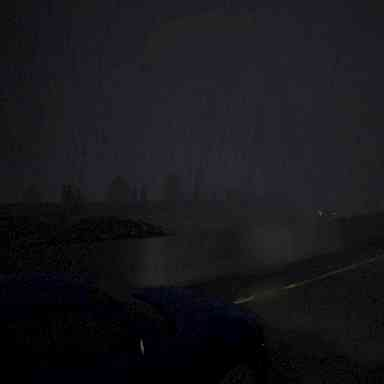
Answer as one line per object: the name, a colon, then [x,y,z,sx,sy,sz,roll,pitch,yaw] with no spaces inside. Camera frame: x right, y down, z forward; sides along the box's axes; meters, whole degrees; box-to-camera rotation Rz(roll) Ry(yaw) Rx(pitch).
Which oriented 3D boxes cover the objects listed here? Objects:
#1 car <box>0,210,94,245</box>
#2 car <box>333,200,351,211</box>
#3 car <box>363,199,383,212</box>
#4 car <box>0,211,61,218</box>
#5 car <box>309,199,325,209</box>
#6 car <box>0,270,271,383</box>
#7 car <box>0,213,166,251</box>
car: [-7.395,1.632,16.100,4.718,1.301,1.895,0,0,-38]
car: [19.266,1.722,42.679,1.895,1.301,4.718,0,0,28]
car: [22.752,1.614,41.891,2.128,1.511,4.902,0,0,27]
car: [-6.945,1.548,12.113,4.674,1.442,1.812,0,0,-37]
car: [18.293,1.699,48.699,1.994,1.385,4.181,0,0,25]
car: [-1.442,1.483,2.906,5.008,1.535,1.882,0,0,-35]
car: [-3.101,1.527,10.641,4.892,1.490,1.837,0,0,-39]
